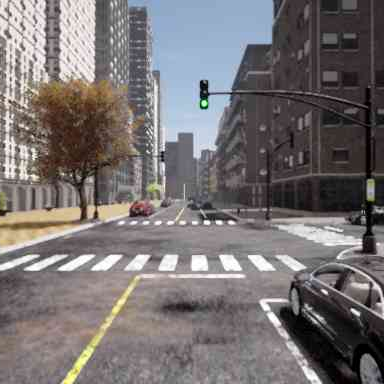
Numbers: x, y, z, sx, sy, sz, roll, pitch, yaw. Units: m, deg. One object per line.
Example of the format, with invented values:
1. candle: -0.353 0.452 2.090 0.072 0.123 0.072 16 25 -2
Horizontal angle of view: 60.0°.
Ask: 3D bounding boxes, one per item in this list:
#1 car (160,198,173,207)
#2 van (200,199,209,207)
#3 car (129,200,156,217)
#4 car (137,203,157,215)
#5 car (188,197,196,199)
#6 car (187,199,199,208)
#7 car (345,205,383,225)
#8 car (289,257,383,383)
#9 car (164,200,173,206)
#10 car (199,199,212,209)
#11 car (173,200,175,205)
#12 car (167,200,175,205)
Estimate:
1. car: -5.716 2.505 70.263 1.947 1.339 4.313 0 -1 0
2. van: 2.665 2.280 70.268 1.690 1.788 3.998 0 -1 0
3. car: -5.705 1.801 37.132 2.192 1.841 5.009 0 -1 0
4. car: -5.707 2.126 42.651 1.947 1.339 4.313 0 -1 0
5. car: -0.026 2.108 76.907 2.150 2.045 5.566 0 -1 0
6. car: -0.024 2.492 66.895 1.895 1.301 4.718 0 -1 0
7. car: 13.417 1.653 24.156 4.403 1.369 2.008 -1 0 -1
8. car: 2.687 1.612 4.746 2.008 1.369 4.403 0 -1 0
9. car: -5.720 2.647 81.308 2.008 1.369 4.403 0 -1 0
10. car: 2.669 2.351 59.220 1.947 1.339 4.313 0 -1 0
11. car: -5.718 2.332 75.788 2.192 1.841 5.009 0 -1 0
12. car: -5.723 2.808 92.352 2.008 1.369 4.403 0 -1 0
